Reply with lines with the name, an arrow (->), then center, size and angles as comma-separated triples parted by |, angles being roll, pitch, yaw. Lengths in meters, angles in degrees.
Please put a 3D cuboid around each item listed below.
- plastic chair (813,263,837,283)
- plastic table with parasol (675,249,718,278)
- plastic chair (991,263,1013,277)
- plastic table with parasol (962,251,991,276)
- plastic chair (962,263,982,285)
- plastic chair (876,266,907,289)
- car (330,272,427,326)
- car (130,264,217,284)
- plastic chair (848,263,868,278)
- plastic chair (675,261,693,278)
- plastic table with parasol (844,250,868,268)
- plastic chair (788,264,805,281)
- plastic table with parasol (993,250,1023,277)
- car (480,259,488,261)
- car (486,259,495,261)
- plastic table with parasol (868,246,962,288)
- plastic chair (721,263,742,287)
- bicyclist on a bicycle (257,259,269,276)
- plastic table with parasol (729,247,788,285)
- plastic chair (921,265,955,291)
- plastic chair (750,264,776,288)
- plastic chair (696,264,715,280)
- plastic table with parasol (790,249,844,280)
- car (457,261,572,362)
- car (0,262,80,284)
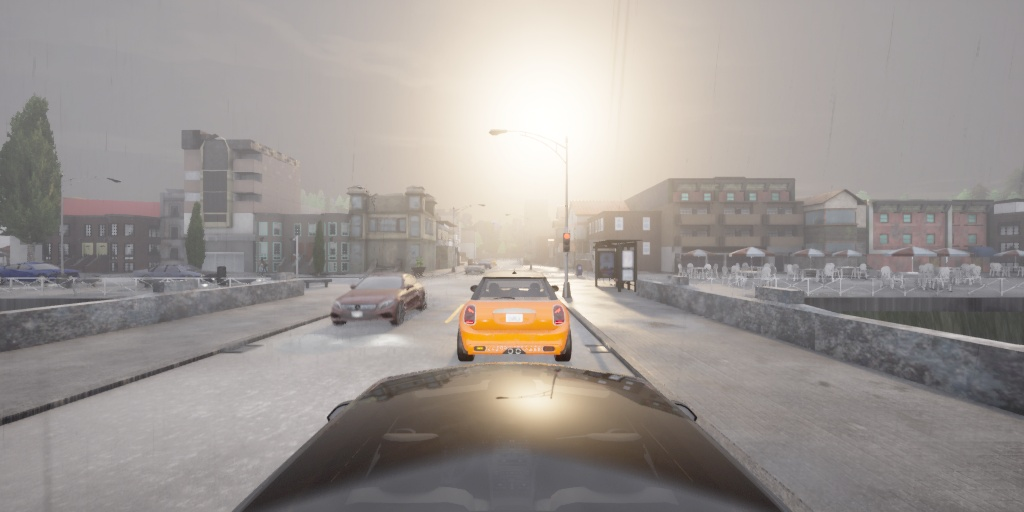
plastic chair -> 22.797, 1.279, 26.159 | 0.750, 1.272, 0.730 | 0, 0, 0
plastic table with parasol -> 15.917, 0.675, 30.539 | 2.482, 2.480, 2.482 | 0, 0, 0
plastic chair -> 45.497, 1.279, 33.358 | 0.730, 1.272, 0.750 | 0, 0, 0
plastic table with parasol -> 30.507, 0.675, 25.139 | 2.482, 2.480, 2.482 | 0, 0, 0
plastic chair -> 30.497, 1.279, 23.859 | 0.750, 1.272, 0.730 | 0, 0, 0
plastic chair -> 22.597, 1.279, 21.359 | 0.730, 1.272, 0.750 | 0, 0, 0
car -> -4.088, 1.276, 11.779 | 1.812, 1.442, 4.674 | 0, 0, 0
car -> -24.471, 1.297, 26.200 | 5.357, 1.411, 2.033 | 0, 0, 0
plastic chair -> 29.897, 1.279, 30.859 | 0.750, 1.272, 0.730 | 0, 0, 0
plastic chair -> 14.697, 1.279, 30.659 | 0.730, 1.272, 0.750 | 0, 0, 0
plastic table with parasol -> 30.227, 0.675, 32.229 | 2.482, 2.480, 2.482 | 0, 0, 0
plastic chair -> 21.697, 1.279, 27.559 | 0.730, 1.272, 0.750 | 0, 0, 0
plastic table with parasol -> 46.697, 0.675, 33.238 | 2.482, 2.480, 2.482 | 0, 0, 0
car -> -4.121, 1.351, 40.004 | 1.895, 1.301, 4.718 | 0, 0, 0
car -> -4.099, 1.227, 54.512 | 1.882, 1.535, 5.008 | 0, 0, 0
plastic table with parasol -> 23.797, 0.675, 21.309 | 2.482, 2.480, 2.482 | 0, 0, 0
plastic chair -> 13.897, 1.279, 22.859 | 0.730, 1.272, 0.750 | 0, 0, 0
bicyclist on a bicycle -> -24.022, 1.099, 34.599 | 0.582, 1.620, 1.656 | 0, 0, 0
plastic table with parasol -> 15.167, 0.675, 22.719 | 2.482, 2.480, 2.482 | 0, 0, 0
plastic chair -> 23.697, 1.279, 19.959 | 0.750, 1.272, 0.730 | 0, 0, 0
plastic chair -> 14.997, 1.279, 21.459 | 0.750, 1.272, 0.730 | 0, 0, 0
plastic chair -> 15.797, 1.279, 29.259 | 0.750, 1.272, 0.730 | 0, 0, 0
plastic table with parasol -> 22.897, 0.675, 27.509 | 2.482, 2.480, 2.482 | 0, 0, 0
car -> 0.060, 1.102, 8.397 | 2.097, 1.767, 4.553 | 0, 0, 1
car -> -34.757, 1.228, 26.209 | 5.008, 1.535, 1.882 | 0, 0, 0
